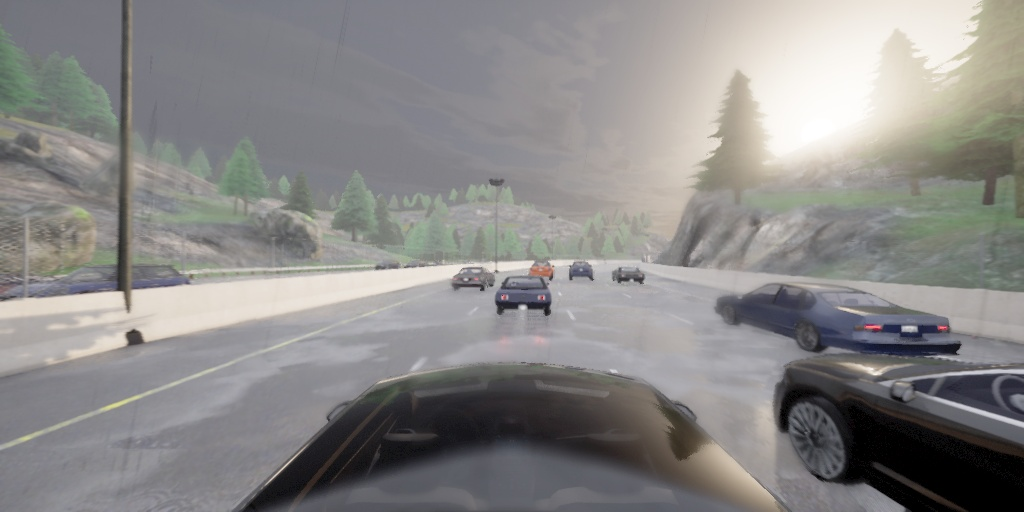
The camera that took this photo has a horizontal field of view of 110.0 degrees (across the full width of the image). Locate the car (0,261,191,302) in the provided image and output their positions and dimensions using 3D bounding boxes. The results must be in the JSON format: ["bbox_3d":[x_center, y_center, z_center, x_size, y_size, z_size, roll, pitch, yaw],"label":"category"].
[{"bbox_3d":[-13.740,1.064,12.222,2.097,1.767,4.553,0,0,3],"label":"car"}]

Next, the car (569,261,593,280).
[{"bbox_3d":[6.463,1.246,33.693,2.097,1.767,4.553,0,0,10],"label":"car"}]

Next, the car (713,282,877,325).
[{"bbox_3d":[7.227,1.361,8.924,2.033,1.411,5.357,0,0,3],"label":"car"}]

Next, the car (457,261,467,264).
[{"bbox_3d":[-7.222,1.453,53.629,1.994,1.385,4.181,0,0,15],"label":"car"}]

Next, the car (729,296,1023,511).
[{"bbox_3d":[3.648,1.263,1.773,2.128,1.511,4.902,0,0,0],"label":"car"}]

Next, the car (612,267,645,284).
[{"bbox_3d":[9.103,1.492,28.480,1.895,1.301,4.718,0,0,9],"label":"car"}]

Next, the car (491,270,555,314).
[{"bbox_3d":[0.510,1.396,13.928,1.895,1.301,4.718,0,0,4],"label":"car"}]

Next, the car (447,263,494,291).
[{"bbox_3d":[-2.278,1.356,22.339,2.033,1.411,5.357,0,0,7],"label":"car"}]

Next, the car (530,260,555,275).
[{"bbox_3d":[2.883,1.226,33.578,2.097,1.767,4.553,0,0,10],"label":"car"}]

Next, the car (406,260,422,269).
[{"bbox_3d":[-14.297,1.356,54.164,1.837,1.490,4.892,0,0,15],"label":"car"}]

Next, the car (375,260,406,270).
[{"bbox_3d":[-18.224,1.333,52.963,1.837,1.490,4.892,0,0,14],"label":"car"}]

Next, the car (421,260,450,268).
[{"bbox_3d":[-11.005,1.468,52.955,1.895,1.301,4.718,0,0,15],"label":"car"}]
